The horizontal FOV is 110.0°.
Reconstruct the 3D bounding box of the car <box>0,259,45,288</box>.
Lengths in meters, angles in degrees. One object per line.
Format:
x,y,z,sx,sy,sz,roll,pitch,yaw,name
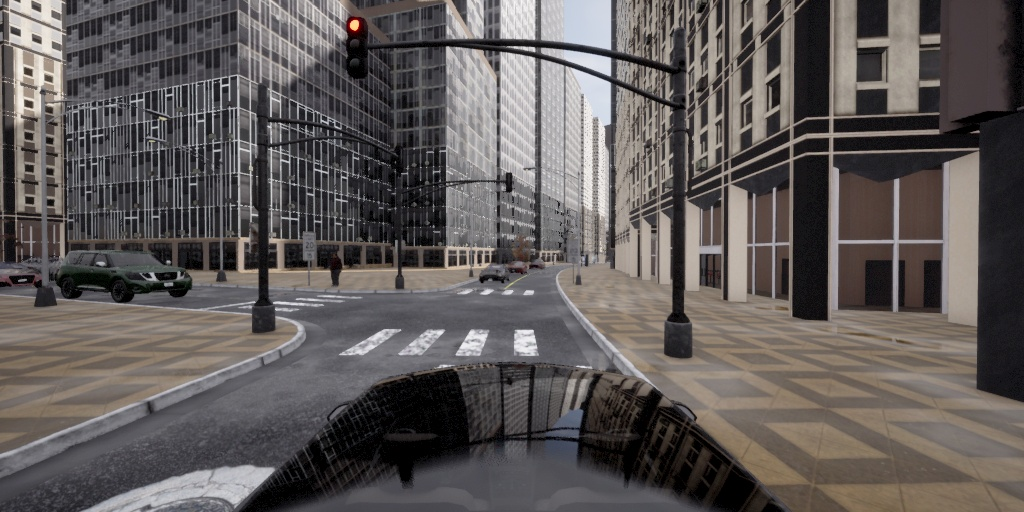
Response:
-25.803,0.981,18.032,4.181,1.385,1.994,1,1,16,car

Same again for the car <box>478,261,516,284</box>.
-1.224,1.331,28.109,2.033,1.411,5.357,0,0,7,car

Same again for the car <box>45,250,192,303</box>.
-16.617,0.770,15.376,5.566,2.045,2.150,1,1,17,car

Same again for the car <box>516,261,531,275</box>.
0.557,1.309,40.473,1.882,1.535,5.008,0,0,10,car

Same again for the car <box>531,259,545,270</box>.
3.942,1.270,56.857,2.097,1.767,4.553,0,0,14,car

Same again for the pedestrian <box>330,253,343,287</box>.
-9.580,0.716,19.439,0.375,1.860,0.375,0,0,16,pedestrian
